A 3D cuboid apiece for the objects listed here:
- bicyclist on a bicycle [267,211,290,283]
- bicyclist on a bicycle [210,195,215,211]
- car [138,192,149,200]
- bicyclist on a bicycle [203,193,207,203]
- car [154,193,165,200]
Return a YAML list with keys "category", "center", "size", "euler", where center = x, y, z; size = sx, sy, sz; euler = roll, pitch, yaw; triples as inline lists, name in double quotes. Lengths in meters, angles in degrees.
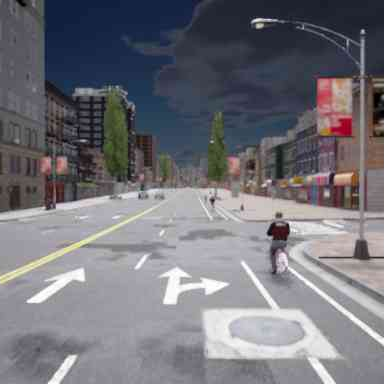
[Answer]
- category: "bicyclist on a bicycle"
  center: [2.249, 1.375, 8.808]
  size: [0.659, 1.776, 1.843]
  euler: [0, 0, 0]
- category: "bicyclist on a bicycle"
  center: [2.249, 1.238, 36.591]
  size: [0.659, 1.776, 1.843]
  euler: [0, 1, 0]
- category: "car"
  center: [-9.755, 0.801, 67.040]
  size: [1.837, 1.490, 4.892]
  euler: [0, 1, 0]
- category: "bicyclist on a bicycle"
  center: [2.265, 0.981, 54.720]
  size: [0.866, 1.612, 1.509]
  euler: [0, 1, 0]
- category: "car"
  center: [-6.505, 0.896, 67.042]
  size: [2.033, 1.411, 5.357]
  euler: [0, 1, 0]
